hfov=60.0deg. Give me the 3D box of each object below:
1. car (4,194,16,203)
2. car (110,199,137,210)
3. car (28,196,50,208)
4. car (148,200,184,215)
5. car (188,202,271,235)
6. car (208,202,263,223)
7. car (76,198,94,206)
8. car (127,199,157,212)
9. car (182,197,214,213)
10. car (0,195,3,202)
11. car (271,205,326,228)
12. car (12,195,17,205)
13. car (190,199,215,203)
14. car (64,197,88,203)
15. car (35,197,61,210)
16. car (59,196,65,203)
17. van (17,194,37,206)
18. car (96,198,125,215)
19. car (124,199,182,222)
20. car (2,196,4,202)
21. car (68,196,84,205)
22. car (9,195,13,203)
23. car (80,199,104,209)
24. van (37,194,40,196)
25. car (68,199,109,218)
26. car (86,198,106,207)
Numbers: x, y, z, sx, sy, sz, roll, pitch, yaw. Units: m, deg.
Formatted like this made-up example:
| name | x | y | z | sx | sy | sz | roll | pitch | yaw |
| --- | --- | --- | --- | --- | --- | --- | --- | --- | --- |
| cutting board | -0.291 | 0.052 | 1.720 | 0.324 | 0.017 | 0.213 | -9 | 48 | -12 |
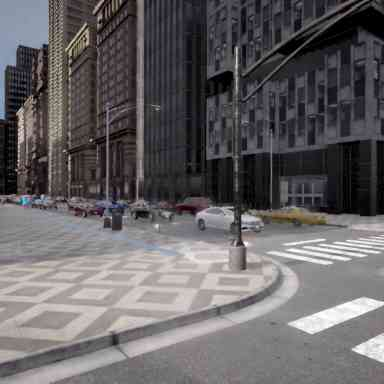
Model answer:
| name | x | y | z | sx | sy | sz | roll | pitch | yaw |
| --- | --- | --- | --- | --- | --- | --- | --- | --- | --- |
| car | -38.976 | 1.527 | 72.646 | 2.192 | 1.841 | 5.009 | 0 | 0 | -35 |
| car | -9.383 | 1.679 | 45.565 | 2.008 | 1.369 | 4.403 | 0 | 0 | -35 |
| car | -22.802 | 1.711 | 49.776 | 1.802 | 1.307 | 4.206 | 0 | 0 | -35 |
| car | -2.913 | 1.642 | 36.417 | 1.887 | 1.381 | 4.507 | 0 | 0 | -35 |
| car | 2.024 | 1.557 | 19.251 | 1.812 | 1.442 | 4.674 | 0 | 0 | -37 |
| car | 3.457 | 1.593 | 27.409 | 1.752 | 1.417 | 4.829 | 0 | 0 | -35 |
| car | -19.086 | 1.758 | 59.285 | 1.802 | 1.307 | 4.206 | 0 | 0 | -35 |
| car | -6.246 | 1.638 | 41.130 | 1.752 | 1.417 | 4.829 | 0 | 0 | -35 |
| car | 0.321 | 1.397 | 31.844 | 2.192 | 1.841 | 5.009 | 0 | 0 | -35 |
| car | -45.445 | 1.688 | 81.793 | 1.967 | 1.590 | 4.097 | 0 | 0 | -35 |
| car | 6.692 | 1.578 | 22.836 | 1.752 | 1.417 | 4.829 | 0 | 0 | -35 |
| car | -32.408 | 1.703 | 63.359 | 1.752 | 1.417 | 4.829 | 0 | 0 | -35 |
| car | 2.183 | 1.561 | 24.589 | 1.837 | 1.490 | 4.892 | 0 | 0 | -35 |
| car | -14.392 | 1.672 | 42.562 | 1.994 | 1.385 | 4.181 | 0 | 0 | -37 |
| car | -19.568 | 1.695 | 45.202 | 1.802 | 1.307 | 4.206 | 0 | 0 | -35 |
| car | -28.789 | 1.666 | 73.006 | 1.967 | 1.590 | 4.097 | 0 | 0 | -35 |
| van | -29.272 | 1.503 | 58.924 | 1.690 | 1.788 | 3.998 | 0 | 0 | -35 |
| car | -8.705 | 1.559 | 34.473 | 1.882 | 1.535 | 5.008 | 0 | 0 | -35 |
| car | -3.262 | 1.547 | 26.764 | 2.128 | 1.511 | 4.902 | 0 | 0 | -35 |
| car | -42.211 | 1.812 | 77.219 | 1.802 | 1.307 | 4.206 | 0 | 0 | -35 |
| car | -22.320 | 1.633 | 63.859 | 1.967 | 1.590 | 4.097 | 0 | 0 | -35 |
| car | -35.741 | 1.777 | 68.071 | 1.802 | 1.307 | 4.206 | 0 | 0 | -35 |
| car | -14.567 | 1.734 | 48.288 | 1.895 | 1.301 | 4.718 | 0 | 0 | -35 |
| van | -38.493 | 1.619 | 86.727 | 1.690 | 1.788 | 3.998 | 0 | 0 | -35 |
| car | -9.864 | 1.611 | 31.481 | 1.887 | 1.381 | 4.507 | 0 | 0 | -35 |
| car | -15.851 | 1.726 | 54.712 | 1.947 | 1.339 | 4.313 | 0 | 0 | -35 |
